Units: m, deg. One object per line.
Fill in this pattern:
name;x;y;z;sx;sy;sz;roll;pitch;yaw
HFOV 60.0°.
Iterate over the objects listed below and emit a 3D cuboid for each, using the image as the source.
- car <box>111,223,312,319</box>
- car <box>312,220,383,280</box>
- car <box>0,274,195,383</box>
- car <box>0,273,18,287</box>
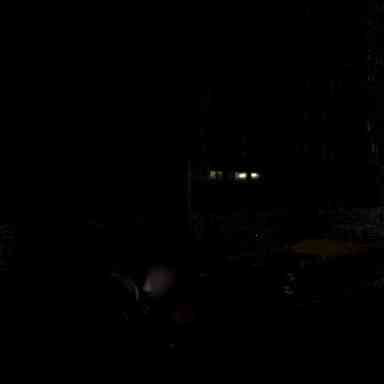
car;0.334;1.461;6.893;4.097;1.590;1.967;0;0;-36
car;4.813;1.575;10.097;4.829;1.417;1.752;0;0;-36
car;-2.354;1.595;1.699;4.718;1.301;1.895;0;0;-36
car;-4.285;1.543;3.590;4.403;1.369;2.008;0;0;-36
